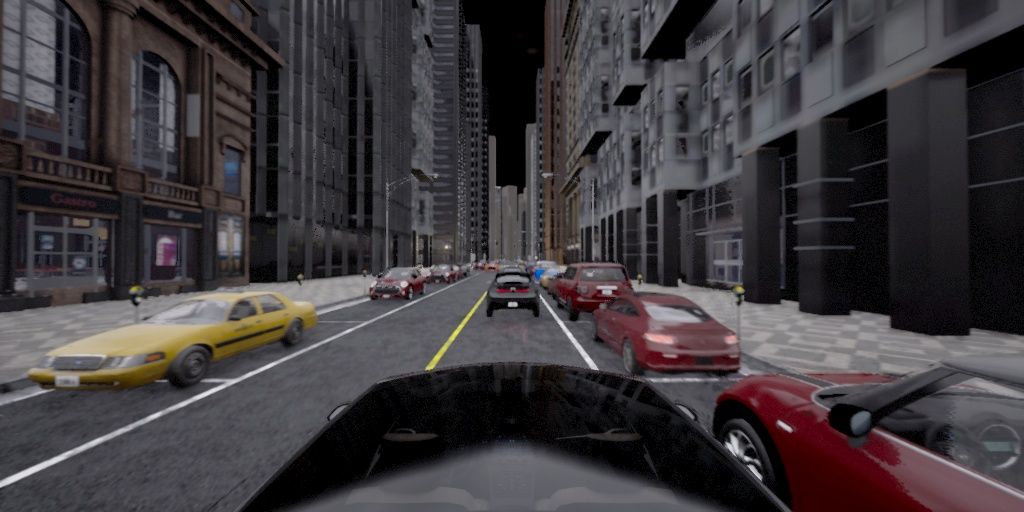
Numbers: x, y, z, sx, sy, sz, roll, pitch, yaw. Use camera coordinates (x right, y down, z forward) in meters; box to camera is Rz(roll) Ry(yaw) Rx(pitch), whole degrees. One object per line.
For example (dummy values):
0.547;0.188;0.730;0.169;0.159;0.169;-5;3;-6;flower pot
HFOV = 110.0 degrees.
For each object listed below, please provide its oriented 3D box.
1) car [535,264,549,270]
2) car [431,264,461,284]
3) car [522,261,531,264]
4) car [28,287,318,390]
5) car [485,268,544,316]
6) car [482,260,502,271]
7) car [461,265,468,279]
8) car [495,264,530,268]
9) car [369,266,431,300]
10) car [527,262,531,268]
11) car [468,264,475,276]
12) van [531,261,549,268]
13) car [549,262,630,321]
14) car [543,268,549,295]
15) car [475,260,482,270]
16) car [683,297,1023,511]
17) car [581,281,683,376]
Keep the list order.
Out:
2.769;1.467;24.207;1.751;1.417;4.829;0;0;0;car
-5.754;1.431;29.626;1.967;1.591;4.097;0;0;0;car
3.015;1.568;55.252;2.097;1.767;4.553;0;-1;0;car
-5.761;1.323;7.050;1.751;1.417;4.829;0;0;0;car
0.044;1.356;13.832;1.837;1.490;4.892;0;-1;0;car
-3.053;1.576;55.890;2.097;1.767;4.553;0;-1;0;car
-5.753;1.622;35.227;1.802;1.307;4.207;0;0;0;car
0.031;1.516;27.076;2.033;1.411;5.357;0;0;0;car
-5.758;1.334;18.424;1.967;1.591;4.097;0;0;0;car
2.774;1.671;40.843;1.802;1.307;4.207;0;0;0;car
-5.751;1.655;40.829;1.948;1.339;4.313;0;0;0;car
2.771;1.331;29.639;1.690;1.789;3.998;0;0;0;van
2.766;1.159;12.833;2.192;1.841;5.009;0;0;0;car
2.768;1.475;18.436;1.802;1.307;4.207;0;0;0;car
-5.744;1.834;63.235;1.888;1.381;4.507;0;0;0;car
2.763;1.189;1.630;1.967;1.591;4.097;0;0;0;car
2.764;1.379;7.232;1.802;1.307;4.207;0;0;0;car
